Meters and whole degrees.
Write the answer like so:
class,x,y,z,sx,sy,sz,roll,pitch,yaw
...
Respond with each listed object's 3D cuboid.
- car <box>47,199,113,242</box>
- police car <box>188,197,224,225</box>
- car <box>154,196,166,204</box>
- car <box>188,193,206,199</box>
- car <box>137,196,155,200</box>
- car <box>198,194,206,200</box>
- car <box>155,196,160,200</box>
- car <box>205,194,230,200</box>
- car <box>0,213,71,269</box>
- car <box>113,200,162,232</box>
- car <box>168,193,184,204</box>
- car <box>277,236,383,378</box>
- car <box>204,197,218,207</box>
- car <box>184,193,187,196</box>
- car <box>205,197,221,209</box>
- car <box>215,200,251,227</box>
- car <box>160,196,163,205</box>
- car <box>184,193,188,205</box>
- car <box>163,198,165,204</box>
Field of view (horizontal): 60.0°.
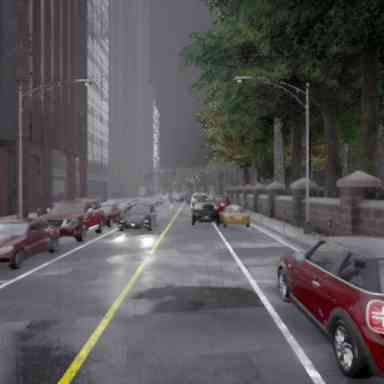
class,x,y,z,sx,sy,sz,roll,pitch,yaw
car,-5.765,1.288,16.434,2.192,1.841,5.009,0,0,0
police car,0.897,1.389,23.554,1.930,1.638,5.238,0,0,0
car,-5.772,1.449,59.920,1.752,1.417,4.829,0,0,0
car,0.895,1.169,39.474,2.150,2.045,5.566,0,0,0
car,-5.768,1.386,38.262,1.967,1.590,4.097,0,0,0
car,2.749,1.337,92.062,1.967,1.590,4.097,0,0,0
car,-5.769,1.491,43.719,2.008,1.369,4.403,0,0,0
car,2.757,1.267,32.810,2.192,1.841,5.009,0,0,0
car,-5.764,1.564,10.977,1.802,1.307,4.206,0,0,0
car,-3.101,1.473,19.892,1.837,1.490,4.892,0,0,0
car,-3.009,1.364,62.296,1.812,1.442,4.674,0,0,0
car,2.762,1.431,5.527,1.967,1.590,4.097,0,0,0
car,2.755,1.500,49.180,1.947,1.339,4.313,0,0,0
car,-1.637,1.079,69.382,2.097,1.767,4.553,0,1,-38
car,2.756,1.465,43.893,1.752,1.417,4.829,0,0,0
car,2.759,1.490,22.067,1.752,1.417,4.829,0,0,0
car,-5.770,1.479,49.176,1.887,1.381,4.507,0,0,0
car,-0.008,1.451,58.296,1.812,1.442,4.674,0,0,0
car,-5.771,1.369,54.633,1.967,1.590,4.097,0,0,0
